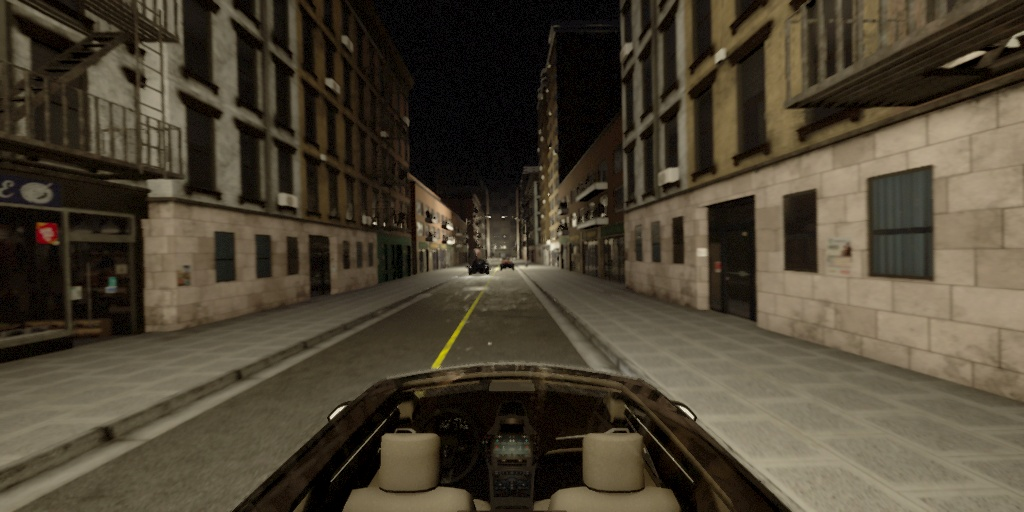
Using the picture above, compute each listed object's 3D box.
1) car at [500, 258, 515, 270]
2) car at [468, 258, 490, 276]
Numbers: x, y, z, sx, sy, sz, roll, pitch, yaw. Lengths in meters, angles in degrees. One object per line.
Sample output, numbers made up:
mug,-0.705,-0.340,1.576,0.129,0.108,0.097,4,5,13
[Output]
car,-0.630,1.216,48.174,1.895,1.301,4.718,-1,0,-1
car,-3.387,1.058,37.377,2.097,1.767,4.553,-1,0,-1
